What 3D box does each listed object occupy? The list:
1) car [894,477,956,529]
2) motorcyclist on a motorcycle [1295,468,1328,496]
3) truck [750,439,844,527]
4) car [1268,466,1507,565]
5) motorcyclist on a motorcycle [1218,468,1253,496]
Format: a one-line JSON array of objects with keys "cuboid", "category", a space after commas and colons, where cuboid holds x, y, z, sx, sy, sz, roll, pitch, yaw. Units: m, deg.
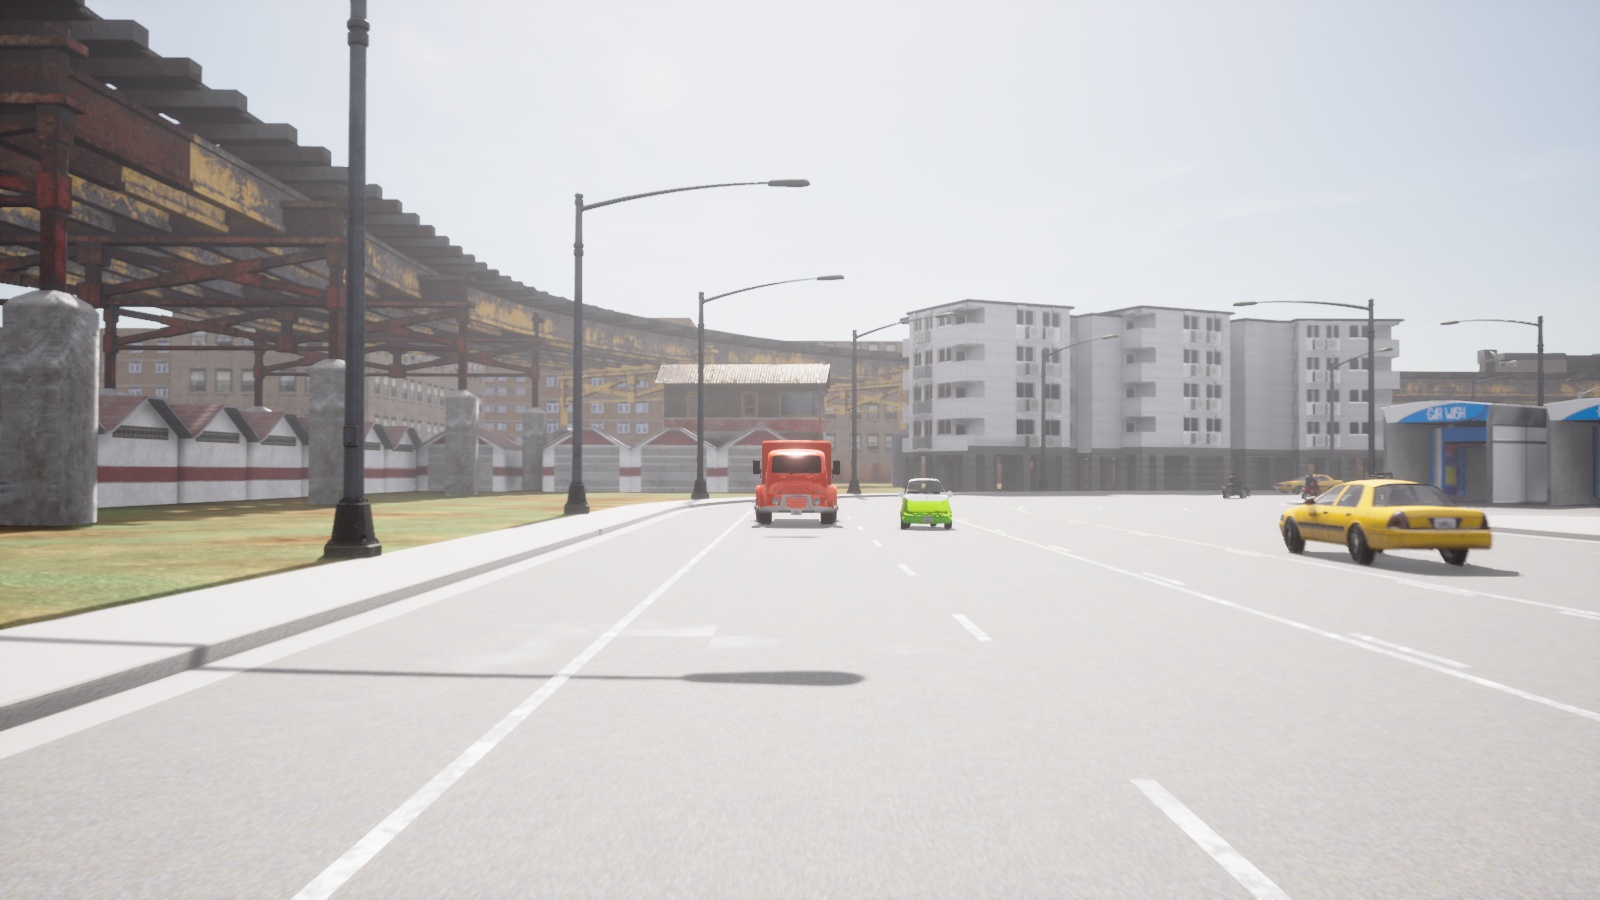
[{"cuboid": [3.414, 1.435, 34.572, 1.481, 1.376, 2.207, 0, -1, 0], "category": "car"}, {"cuboid": [30.246, 1.890, 74.221, 1.817, 1.590, 0.866, 0, -1, -31], "category": "motorcyclist on a motorcycle"}, {"cuboid": [-0.099, 0.964, 37.969, 2.627, 2.467, 5.204, 0, -1, 0], "category": "truck"}, {"cuboid": [10.371, 1.092, 22.697, 1.801, 1.575, 5.366, 0, -1, 0], "category": "car"}, {"cuboid": [26.372, 1.931, 75.955, 2.350, 1.649, 0.766, 1, -1, -35], "category": "motorcyclist on a motorcycle"}]
